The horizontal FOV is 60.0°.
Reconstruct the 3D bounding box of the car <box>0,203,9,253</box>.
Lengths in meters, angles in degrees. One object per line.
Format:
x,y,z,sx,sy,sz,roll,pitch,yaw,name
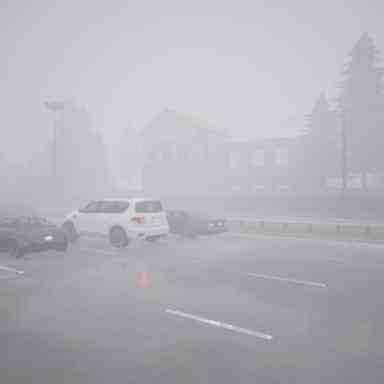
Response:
-7.705,1.273,9.404,5.566,2.045,2.150,0,0,36,car

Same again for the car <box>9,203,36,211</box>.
-14.682,1.611,27.290,4.902,1.511,2.128,0,0,36,car

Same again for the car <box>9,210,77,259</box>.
-6.718,1.620,13.017,4.181,1.385,1.994,0,0,36,car

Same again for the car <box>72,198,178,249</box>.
-3.596,1.273,15.072,5.566,2.045,2.150,0,0,36,car

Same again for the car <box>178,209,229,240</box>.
-0.745,1.593,17.325,5.357,1.411,2.033,0,0,36,car
